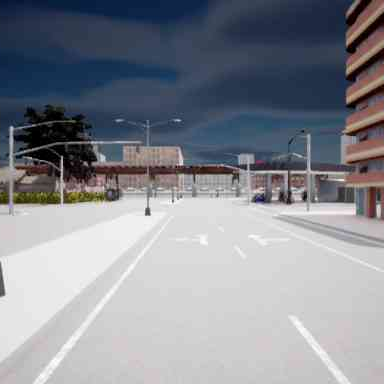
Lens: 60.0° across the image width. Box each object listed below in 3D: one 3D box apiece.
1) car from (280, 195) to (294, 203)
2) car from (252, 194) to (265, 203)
[{"bbox_3d":[18.955,1.423,66.403,1.970,1.475,3.806,0,0,0],"label":"car"},{"bbox_3d":[13.210,1.261,65.641,2.242,1.667,4.611,0,0,0],"label":"car"}]
